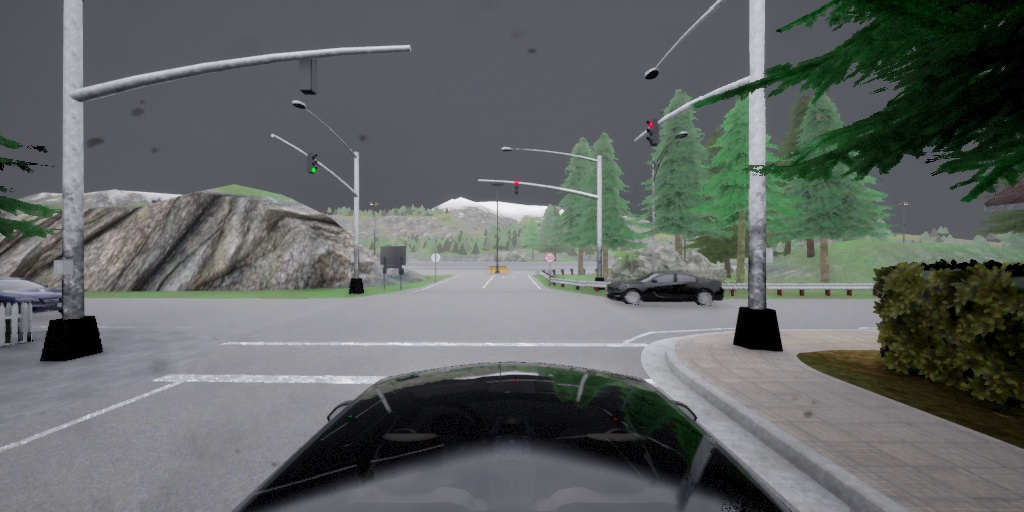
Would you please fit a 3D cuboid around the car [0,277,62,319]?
[{"bbox_3d":[-18.276,1.467,12.714,4.674,1.442,1.812,0,0,0],"label":"car"}]

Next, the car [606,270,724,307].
[{"bbox_3d":[6.883,1.416,16.381,5.008,1.535,1.882,0,0,2],"label":"car"}]
